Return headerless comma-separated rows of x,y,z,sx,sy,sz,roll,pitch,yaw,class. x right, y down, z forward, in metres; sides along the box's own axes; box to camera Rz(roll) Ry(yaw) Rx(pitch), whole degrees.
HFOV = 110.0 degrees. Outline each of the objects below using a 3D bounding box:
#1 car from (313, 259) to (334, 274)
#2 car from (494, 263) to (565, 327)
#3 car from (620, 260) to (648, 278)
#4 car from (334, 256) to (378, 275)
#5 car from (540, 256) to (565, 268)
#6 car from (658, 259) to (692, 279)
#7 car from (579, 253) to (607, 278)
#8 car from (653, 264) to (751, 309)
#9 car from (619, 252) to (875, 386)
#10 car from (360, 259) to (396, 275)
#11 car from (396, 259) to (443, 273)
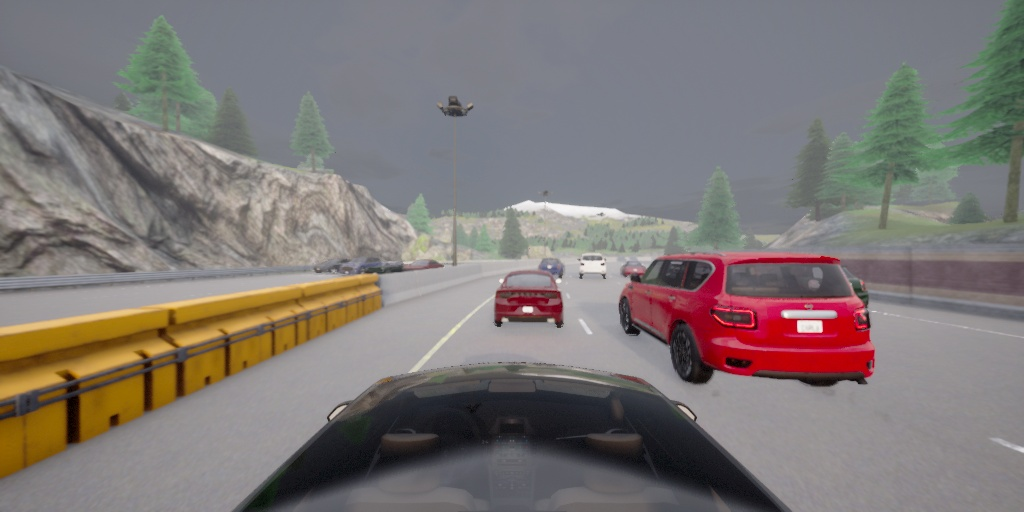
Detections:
-17.308,0.985,35.320,1.837,1.490,4.892,0,0,12,car
0.572,1.165,11.393,1.882,1.535,5.008,0,0,4,car
10.904,1.140,32.354,1.994,1.385,4.181,0,0,13,car
-14.058,0.852,33.712,2.097,1.767,4.553,0,0,12,car
3.519,0.914,31.426,2.097,1.767,4.553,0,0,12,car
14.409,1.093,32.005,1.837,1.490,4.892,0,0,13,car
6.966,0.796,30.991,2.150,2.045,5.566,0,0,12,car
8.009,1.170,15.788,2.128,1.511,4.902,0,0,6,car
3.791,0.946,7.105,2.150,2.045,5.566,0,0,2,car
-10.929,1.122,31.780,1.895,1.301,4.718,0,0,12,car
-7.558,1.015,30.689,1.882,1.535,5.008,0,0,12,car
